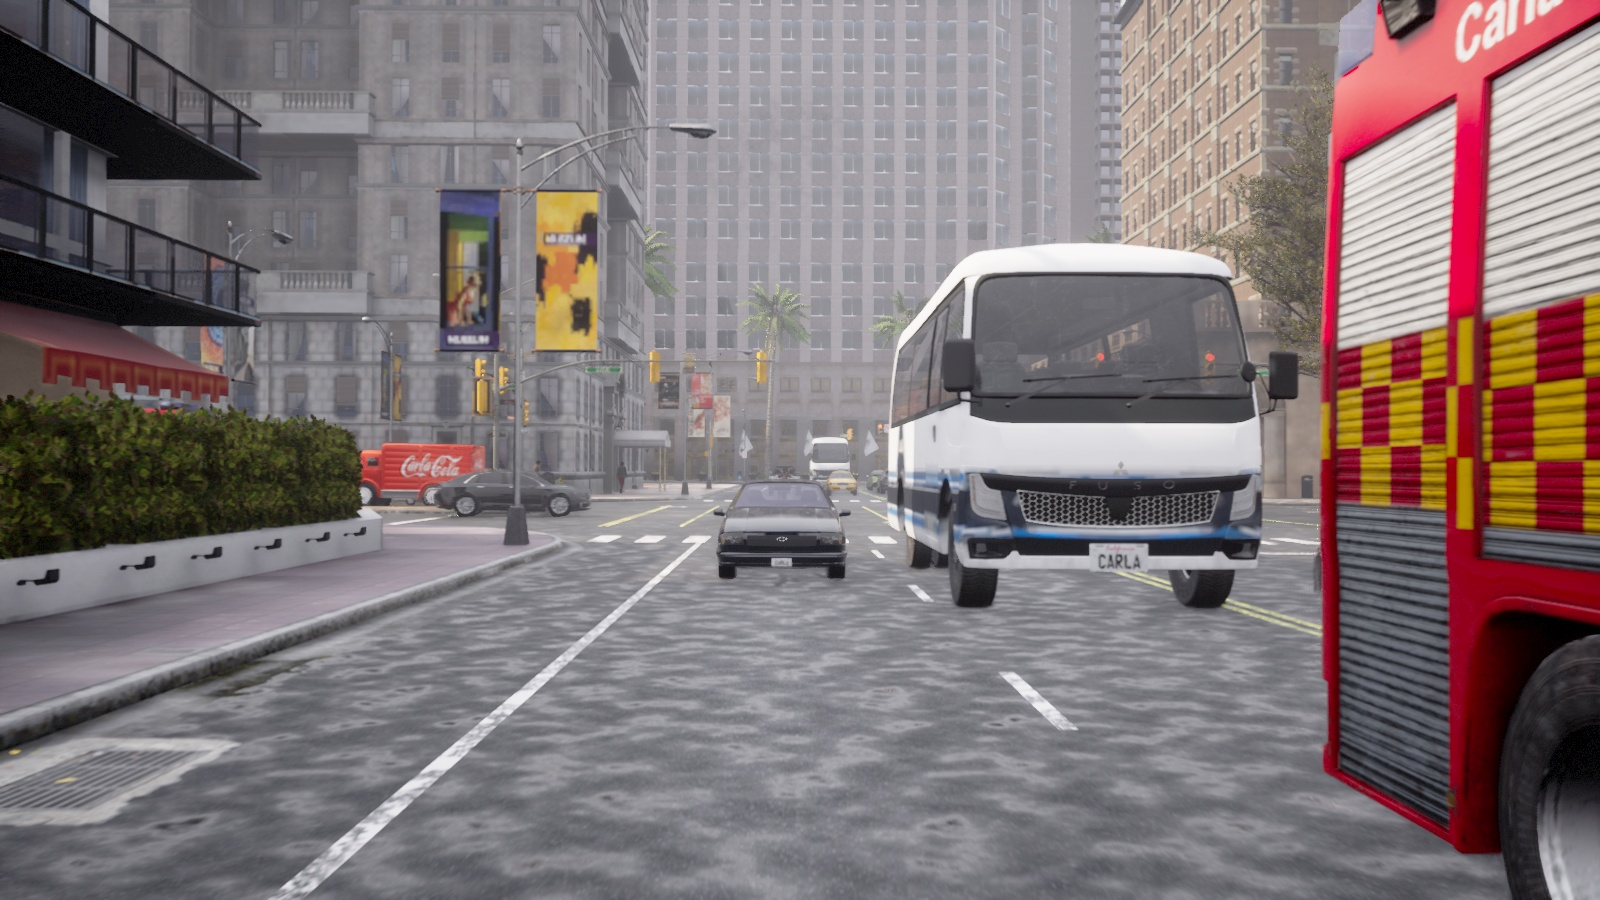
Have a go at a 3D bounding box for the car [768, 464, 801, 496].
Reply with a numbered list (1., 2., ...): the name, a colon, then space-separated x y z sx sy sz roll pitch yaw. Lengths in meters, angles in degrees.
1. car: -0.918 1.777 75.659 1.932 1.855 4.605 0 -1 0

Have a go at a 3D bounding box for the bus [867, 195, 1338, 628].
1. bus: 3.251 -0.311 17.491 3.944 4.253 10.273 0 -1 -1

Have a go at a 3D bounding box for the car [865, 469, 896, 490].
1. car: 5.994 2.156 93.870 2.007 1.525 4.514 0 -1 0

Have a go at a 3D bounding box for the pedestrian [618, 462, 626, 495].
1. pedestrian: -9.957 1.571 70.256 0.353 1.847 0.614 0 -1 2

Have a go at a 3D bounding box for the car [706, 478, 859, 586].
1. car: -0.267 1.156 19.499 2.033 1.411 5.357 0 -1 -1

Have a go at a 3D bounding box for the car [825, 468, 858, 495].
1. car: 2.555 1.918 77.819 1.801 1.575 5.366 0 -1 0

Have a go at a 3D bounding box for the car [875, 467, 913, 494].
1. car: 6.038 1.948 81.276 2.033 1.649 4.856 0 -1 0

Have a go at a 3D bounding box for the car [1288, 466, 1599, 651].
1. car: 6.813 0.923 12.608 2.007 1.525 4.514 0 -1 -1

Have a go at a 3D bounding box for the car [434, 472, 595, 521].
1. car: -9.061 1.462 40.232 4.892 1.490 1.837 0 -1 -8

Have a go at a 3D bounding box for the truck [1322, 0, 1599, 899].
1. truck: 3.470 -0.356 0.554 2.891 3.827 8.468 0 -1 0

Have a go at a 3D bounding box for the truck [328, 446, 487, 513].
1. truck: -14.851 1.116 47.771 5.204 2.467 2.627 0 -1 0

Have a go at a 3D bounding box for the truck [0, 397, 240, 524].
1. truck: -22.592 0.341 39.735 8.468 3.827 2.891 0 -1 0
